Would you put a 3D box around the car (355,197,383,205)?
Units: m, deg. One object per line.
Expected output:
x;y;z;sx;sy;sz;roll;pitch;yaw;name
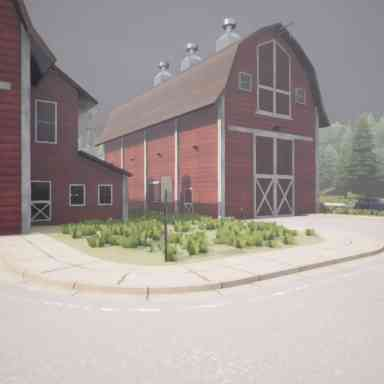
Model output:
20.145;1.387;36.102;2.097;1.767;4.553;0;0;-34;car
